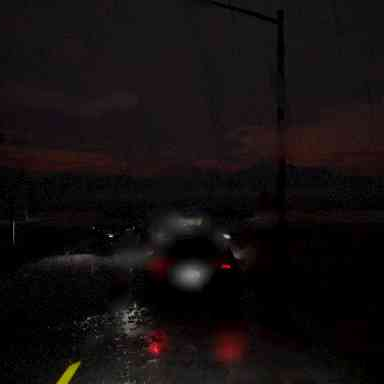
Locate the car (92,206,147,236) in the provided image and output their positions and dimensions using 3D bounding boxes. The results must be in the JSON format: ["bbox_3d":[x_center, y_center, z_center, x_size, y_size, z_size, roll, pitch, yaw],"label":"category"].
[{"bbox_3d":[-3.076,1.411,14.993,1.837,1.490,4.892,0,0,0],"label":"car"}]

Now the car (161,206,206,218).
[{"bbox_3d":[-0.774,1.594,19.775,1.895,1.301,4.718,0,0,-11],"label":"car"}]

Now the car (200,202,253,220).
[{"bbox_3d":[2.444,1.557,28.325,5.357,1.411,2.033,1,2,1],"label":"car"}]

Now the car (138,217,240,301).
[{"bbox_3d":[0.043,1.561,8.353,1.994,1.385,4.181,0,0,1],"label":"car"}]
